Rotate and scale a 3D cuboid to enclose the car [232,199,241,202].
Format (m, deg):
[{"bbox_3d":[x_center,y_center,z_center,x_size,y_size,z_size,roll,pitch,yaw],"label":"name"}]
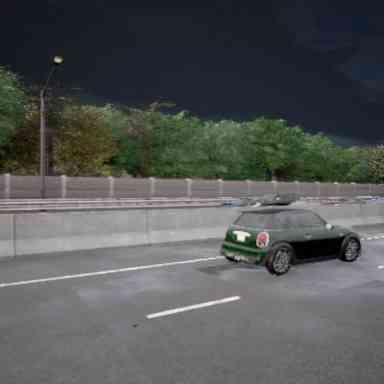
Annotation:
[{"bbox_3d":[4.971,1.347,32.116,5.357,1.411,2.033,0,0,-31],"label":"car"}]

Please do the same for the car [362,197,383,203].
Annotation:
[{"bbox_3d":[22.544,1.317,38.782,5.008,1.535,1.882,0,0,-31],"label":"car"}]

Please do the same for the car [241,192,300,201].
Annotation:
[{"bbox_3d":[7.409,1.053,29.500,5.566,2.045,2.150,0,0,-31],"label":"car"}]

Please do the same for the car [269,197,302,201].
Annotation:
[{"bbox_3d":[8.631,1.384,26.145,4.674,1.442,1.812,0,0,-32],"label":"car"}]

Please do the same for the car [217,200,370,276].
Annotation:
[{"bbox_3d":[3.167,1.293,10.341,4.553,1.767,2.097,0,0,-32],"label":"car"}]

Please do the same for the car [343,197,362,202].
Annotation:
[{"bbox_3d":[20.091,1.374,41.384,4.181,1.385,1.994,0,0,-31],"label":"car"}]
